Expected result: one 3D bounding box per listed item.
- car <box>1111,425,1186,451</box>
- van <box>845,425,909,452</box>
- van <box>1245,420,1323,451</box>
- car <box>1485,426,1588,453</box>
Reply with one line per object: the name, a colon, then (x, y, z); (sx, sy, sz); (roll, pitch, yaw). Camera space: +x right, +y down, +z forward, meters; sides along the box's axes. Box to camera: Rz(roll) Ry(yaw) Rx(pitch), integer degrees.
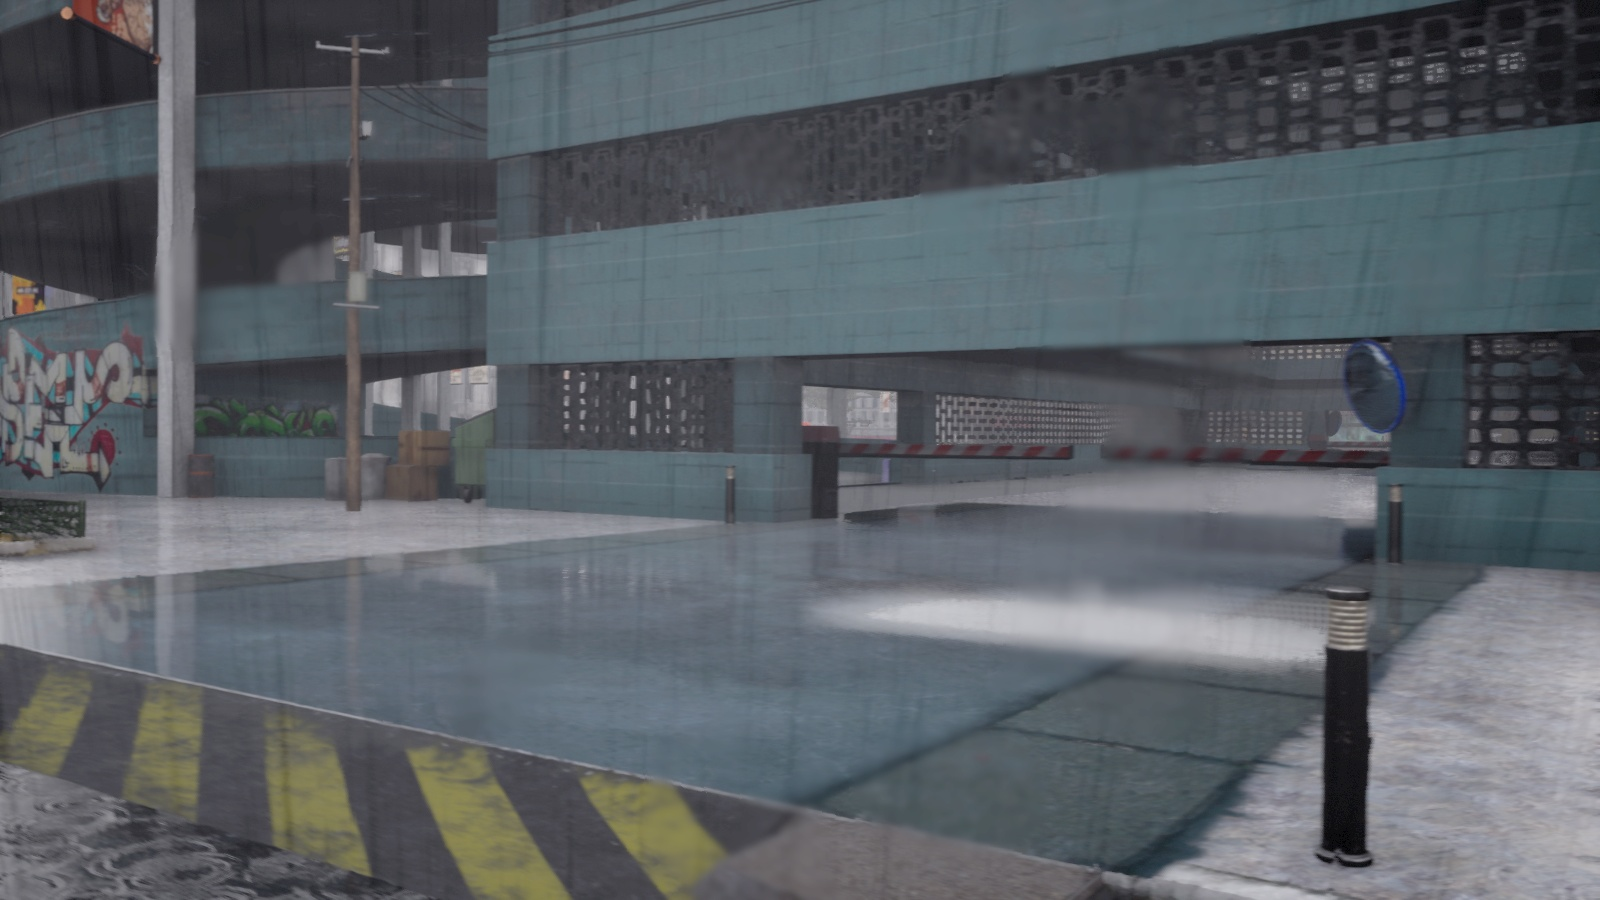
car: (23.971, -0.807, 86.471); (4.553, 1.767, 2.097); (0, 1, 34)
van: (5.735, -0.846, 93.792); (4.442, 1.987, 1.775); (0, 1, 24)
van: (31.396, -0.913, 81.548); (4.442, 1.987, 1.775); (0, 1, 34)
car: (41.423, -0.603, 70.633); (4.892, 1.490, 1.837); (0, 1, 34)
